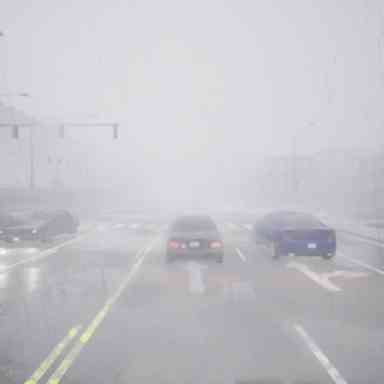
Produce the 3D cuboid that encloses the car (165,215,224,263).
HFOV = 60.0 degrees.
[{"bbox_3d":[0.076,1.518,11.860,2.033,1.411,5.357,0,0,0],"label":"car"}]

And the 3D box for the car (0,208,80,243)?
[{"bbox_3d":[-7.050,1.508,16.007,2.033,1.411,5.357,0,0,0],"label":"car"}]

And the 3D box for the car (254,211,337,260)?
[{"bbox_3d":[3.577,1.447,12.390,1.882,1.535,5.008,0,0,0],"label":"car"}]
